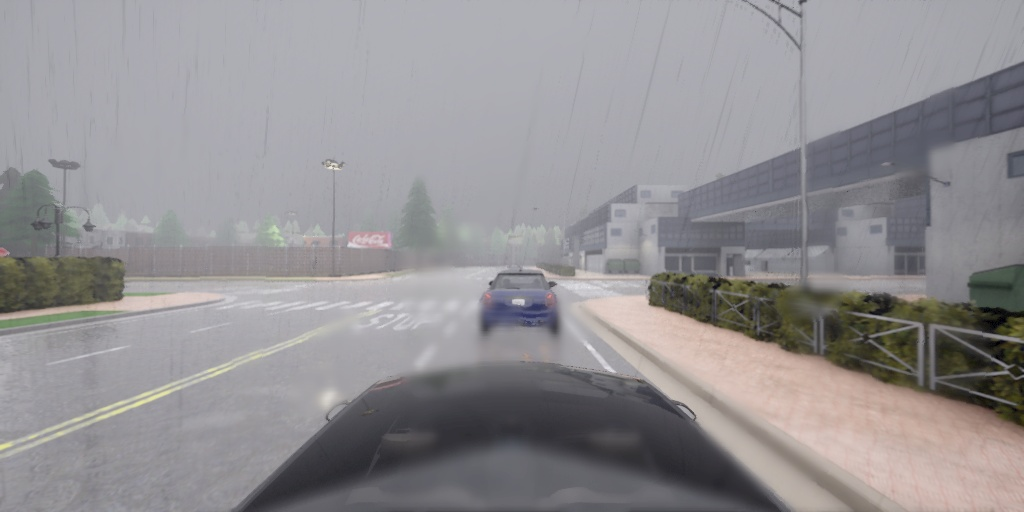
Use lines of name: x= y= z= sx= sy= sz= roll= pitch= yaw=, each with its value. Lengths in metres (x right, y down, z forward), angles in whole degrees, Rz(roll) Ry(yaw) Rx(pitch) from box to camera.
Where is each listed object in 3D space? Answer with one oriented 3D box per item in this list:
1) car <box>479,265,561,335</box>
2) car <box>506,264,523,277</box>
car: x=0.321 y=1.192 z=11.038 sx=2.097 sy=1.767 sz=4.553 roll=0 pitch=-1 yaw=4
car: x=0.293 y=1.726 z=43.914 sx=1.994 sy=1.385 sz=4.181 roll=0 pitch=-1 yaw=1
